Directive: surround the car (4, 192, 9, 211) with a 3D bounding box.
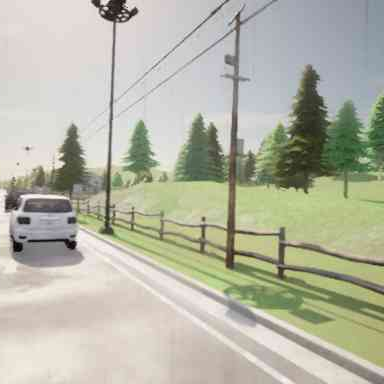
[{"bbox_3d":[-18.500,0.903,35.169,2.150,2.045,5.566,2,-1,-30],"label":"car"}]

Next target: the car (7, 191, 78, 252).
[{"bbox_3d":[-6.232,1.133,13.760,2.150,2.045,5.566,2,-1,-30],"label":"car"}]
